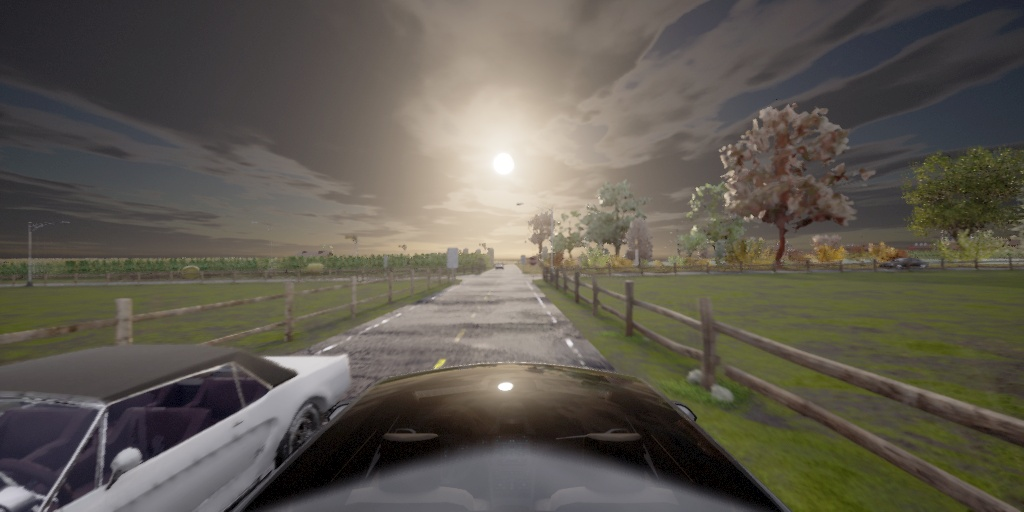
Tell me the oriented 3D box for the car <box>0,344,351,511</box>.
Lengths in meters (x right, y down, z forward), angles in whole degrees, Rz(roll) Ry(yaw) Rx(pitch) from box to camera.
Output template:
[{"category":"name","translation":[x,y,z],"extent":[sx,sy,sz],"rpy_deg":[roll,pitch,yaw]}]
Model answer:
[{"category":"car","translation":[-2.849,1.355,2.031],"extent":[1.895,1.301,4.718],"rpy_deg":[0,-1,0]}]
